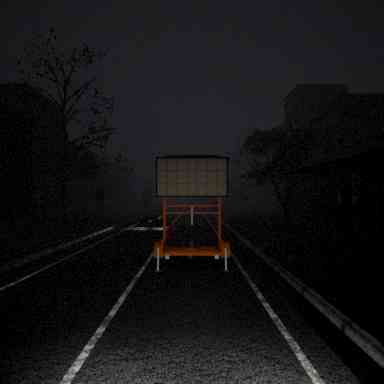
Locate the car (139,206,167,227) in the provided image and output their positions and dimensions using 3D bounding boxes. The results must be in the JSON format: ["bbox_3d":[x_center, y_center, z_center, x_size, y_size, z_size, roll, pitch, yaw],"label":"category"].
[{"bbox_3d":[-2.996,1.854,26.155,1.812,1.442,4.674,0,-1,0],"label":"car"}]

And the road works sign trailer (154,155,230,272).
[{"bbox_3d":[0.001,0.567,11.182,2.380,3.560,2.880,0,-1,0],"label":"road works sign trailer"}]
